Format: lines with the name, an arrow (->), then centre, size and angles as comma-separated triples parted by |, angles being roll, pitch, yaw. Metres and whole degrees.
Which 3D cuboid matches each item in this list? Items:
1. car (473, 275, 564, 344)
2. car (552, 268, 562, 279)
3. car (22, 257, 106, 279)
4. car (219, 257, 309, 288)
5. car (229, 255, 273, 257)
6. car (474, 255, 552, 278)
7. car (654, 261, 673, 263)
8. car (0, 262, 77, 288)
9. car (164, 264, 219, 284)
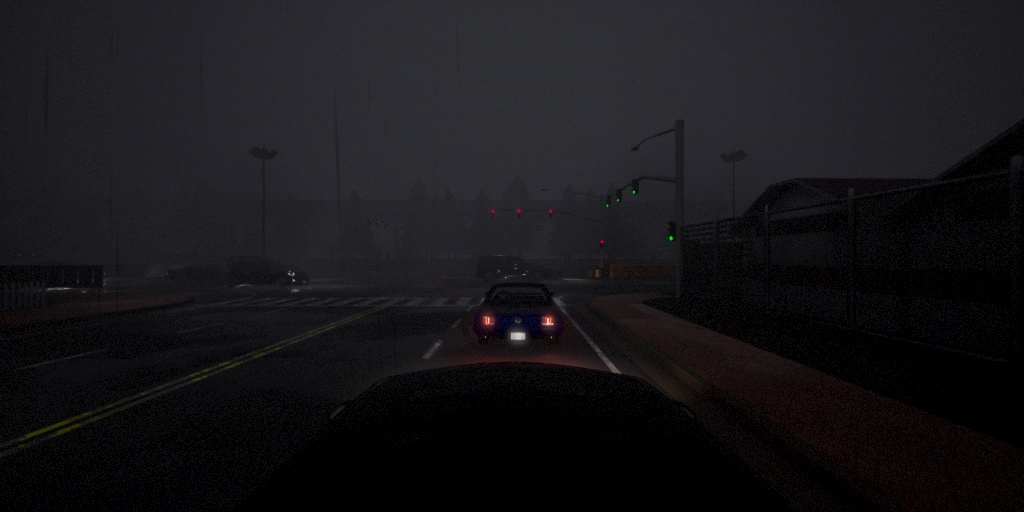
car -> 0.193, 1.351, 9.541 | 1.895, 1.301, 4.718 | 0, 0, 2
car -> 1.949, 1.275, 30.632 | 4.674, 1.442, 1.812 | 0, 0, -1
car -> -37.103, 1.108, 29.981 | 4.892, 1.490, 1.837 | 2, 0, -1
car -> -15.788, 1.101, 23.323 | 4.553, 1.767, 2.097 | 0, 0, -1
car -> -21.033, 0.969, 30.237 | 5.566, 2.045, 2.150 | 0, 0, -1
car -> -0.043, 0.970, 27.086 | 5.566, 2.045, 2.150 | 0, 0, -1
car -> 17.205, 1.274, 41.554 | 4.674, 1.442, 1.812 | 0, 0, -1
car -> -32.094, 1.269, 23.057 | 5.357, 1.411, 2.033 | 1, 0, -1
car -> -22.524, 1.294, 26.712 | 5.357, 1.411, 2.033 | 0, 0, -1
